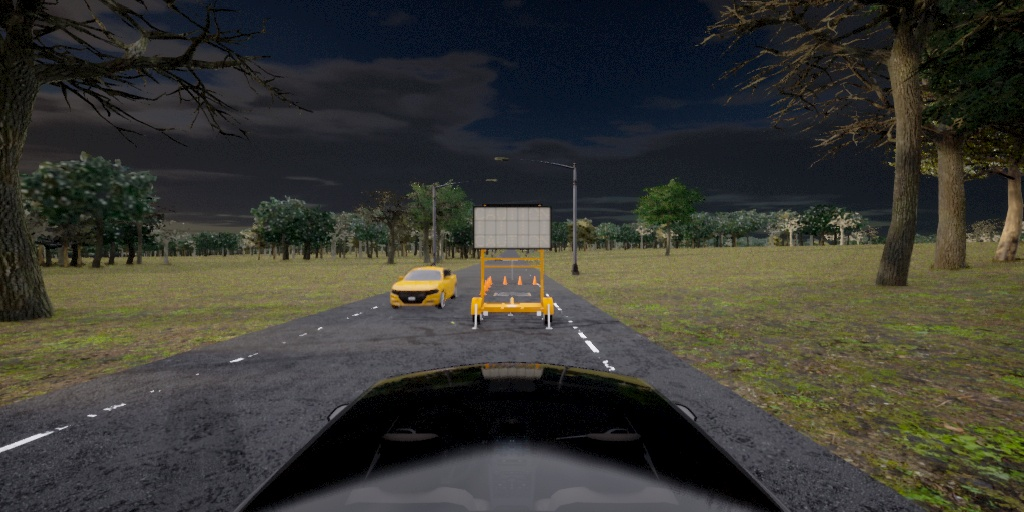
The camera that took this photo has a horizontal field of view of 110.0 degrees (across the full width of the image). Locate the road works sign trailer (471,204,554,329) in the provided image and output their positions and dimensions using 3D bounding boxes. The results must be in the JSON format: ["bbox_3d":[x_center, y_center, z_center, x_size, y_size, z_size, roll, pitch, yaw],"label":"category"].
[{"bbox_3d":[0.011,0.197,11.139,2.380,3.560,2.880,0,0,0],"label":"road works sign trailer"}]

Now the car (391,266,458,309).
[{"bbox_3d":[-3.484,1.198,14.966,1.882,1.535,5.008,0,0,0],"label":"car"}]
